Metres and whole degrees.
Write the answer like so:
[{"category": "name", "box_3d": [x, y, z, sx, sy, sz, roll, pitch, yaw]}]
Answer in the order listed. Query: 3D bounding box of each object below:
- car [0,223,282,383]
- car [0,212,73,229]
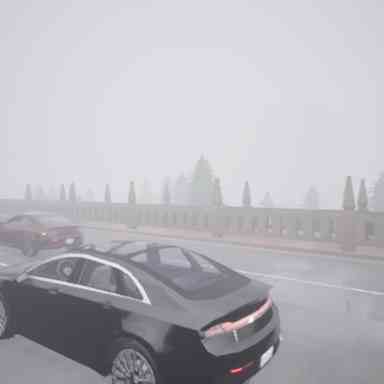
[{"category": "car", "box_3d": [-1.197, 1.476, 4.857, 4.902, 1.511, 2.128, 0, 0, 35]}, {"category": "car", "box_3d": [-6.011, 1.473, 12.586, 4.674, 1.442, 1.812, 0, 0, 35]}]
